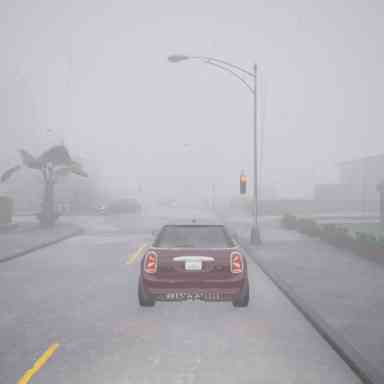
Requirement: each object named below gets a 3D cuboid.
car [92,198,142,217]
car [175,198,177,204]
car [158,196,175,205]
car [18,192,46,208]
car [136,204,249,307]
[{"bbox_3d":[-6.921,1.352,30.972,2.097,1.767,4.553,-1,-1,45],"label":"car"},{"bbox_3d":[-3.972,1.564,65.936,1.994,1.385,4.181,0,0,1],"label":"car"},{"bbox_3d":[-4.058,1.547,50.128,2.033,1.411,5.357,0,0,0],"label":"car"},{"bbox_3d":[-19.729,0.985,42.014,1.905,1.878,3.866,0,0,35],"label":"car"},{"bbox_3d":[0.050,1.352,8.139,2.097,1.767,4.553,0,0,1],"label":"car"}]
